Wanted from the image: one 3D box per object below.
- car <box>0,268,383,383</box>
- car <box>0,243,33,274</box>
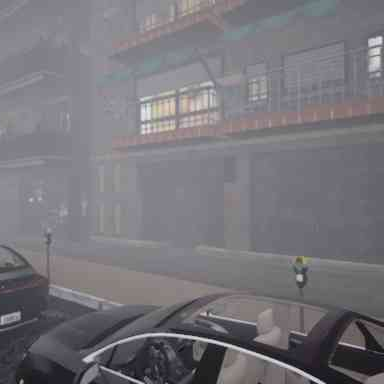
[{"bbox_3d":[0.290,1.550,2.679,4.403,1.369,2.008,0,-1,35],"label":"car"},{"bbox_3d":[-4.328,1.546,5.971,4.403,1.369,2.008,0,-1,35],"label":"car"}]
